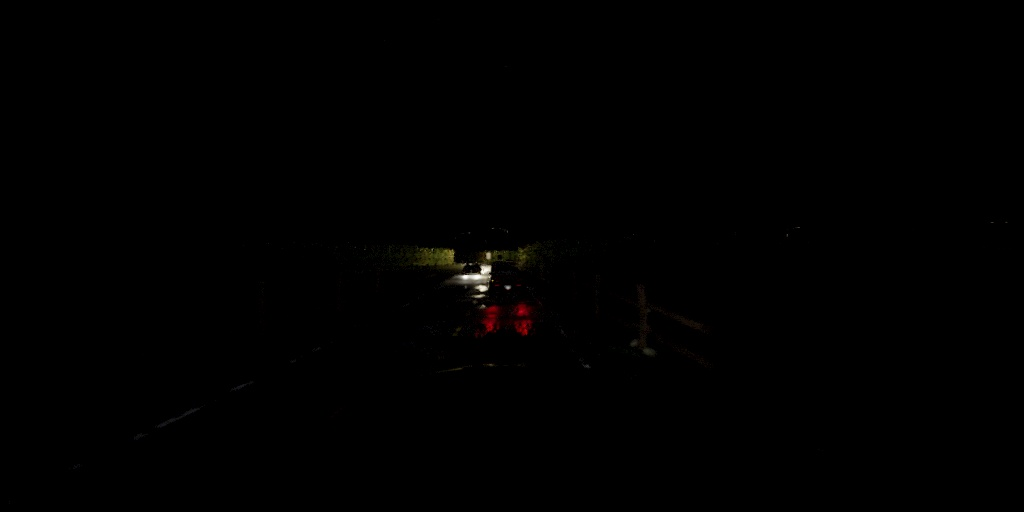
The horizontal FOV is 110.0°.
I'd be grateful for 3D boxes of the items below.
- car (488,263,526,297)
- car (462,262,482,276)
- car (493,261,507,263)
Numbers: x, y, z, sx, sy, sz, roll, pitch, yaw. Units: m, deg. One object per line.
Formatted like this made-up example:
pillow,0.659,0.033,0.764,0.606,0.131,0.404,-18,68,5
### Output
car,-0.260,1.281,18.986,1.812,1.442,4.674,0,0,-2
car,-4.277,1.354,38.561,1.994,1.385,4.181,0,0,-4
car,-1.313,1.264,38.385,1.882,1.535,5.008,0,0,-4
